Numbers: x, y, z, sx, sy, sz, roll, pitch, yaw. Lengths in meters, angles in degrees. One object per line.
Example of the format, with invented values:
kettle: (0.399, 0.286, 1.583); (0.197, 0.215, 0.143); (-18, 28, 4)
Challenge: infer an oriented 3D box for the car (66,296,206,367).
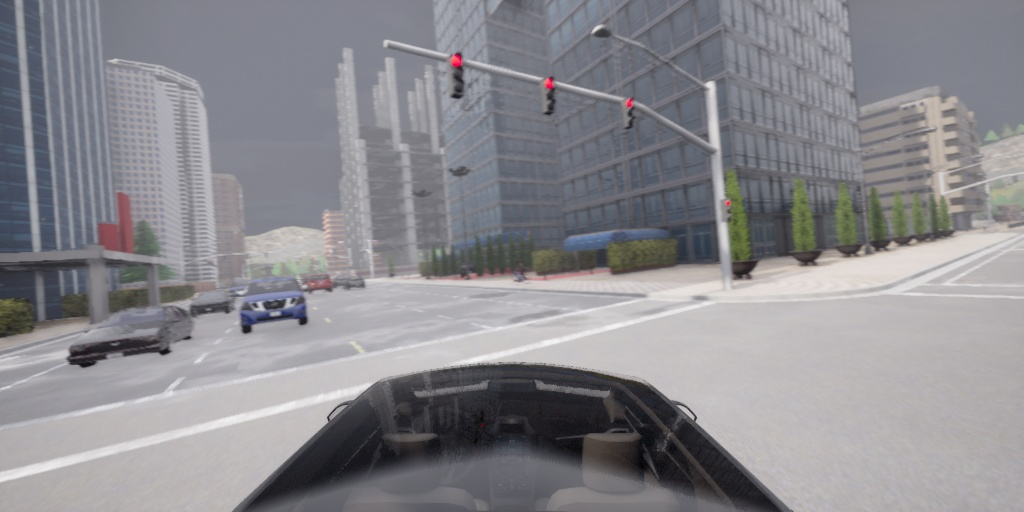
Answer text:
car: (-11.854, 2.363, 11.623); (2.033, 1.411, 5.357); (-5, 0, -33)

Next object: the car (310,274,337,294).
car: (-20.920, 2.998, 38.935); (2.150, 2.045, 5.566); (-5, 0, -32)

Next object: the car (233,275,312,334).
car: (-10.234, 1.929, 15.528); (2.150, 2.045, 5.566); (-5, -1, -33)

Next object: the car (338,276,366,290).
car: (-18.032, 3.041, 40.935); (2.128, 1.511, 4.902); (-5, 0, -32)

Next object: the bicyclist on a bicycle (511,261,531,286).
bicyclist on a bicycle: (0.569, 1.166, 24.289); (1.656, 1.620, 0.582); (-4, -1, -33)

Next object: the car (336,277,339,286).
car: (-23.891, 3.600, 49.991); (2.128, 1.511, 4.902); (-5, 0, -33)

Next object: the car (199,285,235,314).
car: (-19.396, 3.012, 23.386); (1.882, 1.535, 5.008); (-5, 0, -33)

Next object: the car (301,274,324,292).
car: (-26.736, 3.553, 47.921); (2.150, 2.045, 5.566); (-5, 0, -33)
